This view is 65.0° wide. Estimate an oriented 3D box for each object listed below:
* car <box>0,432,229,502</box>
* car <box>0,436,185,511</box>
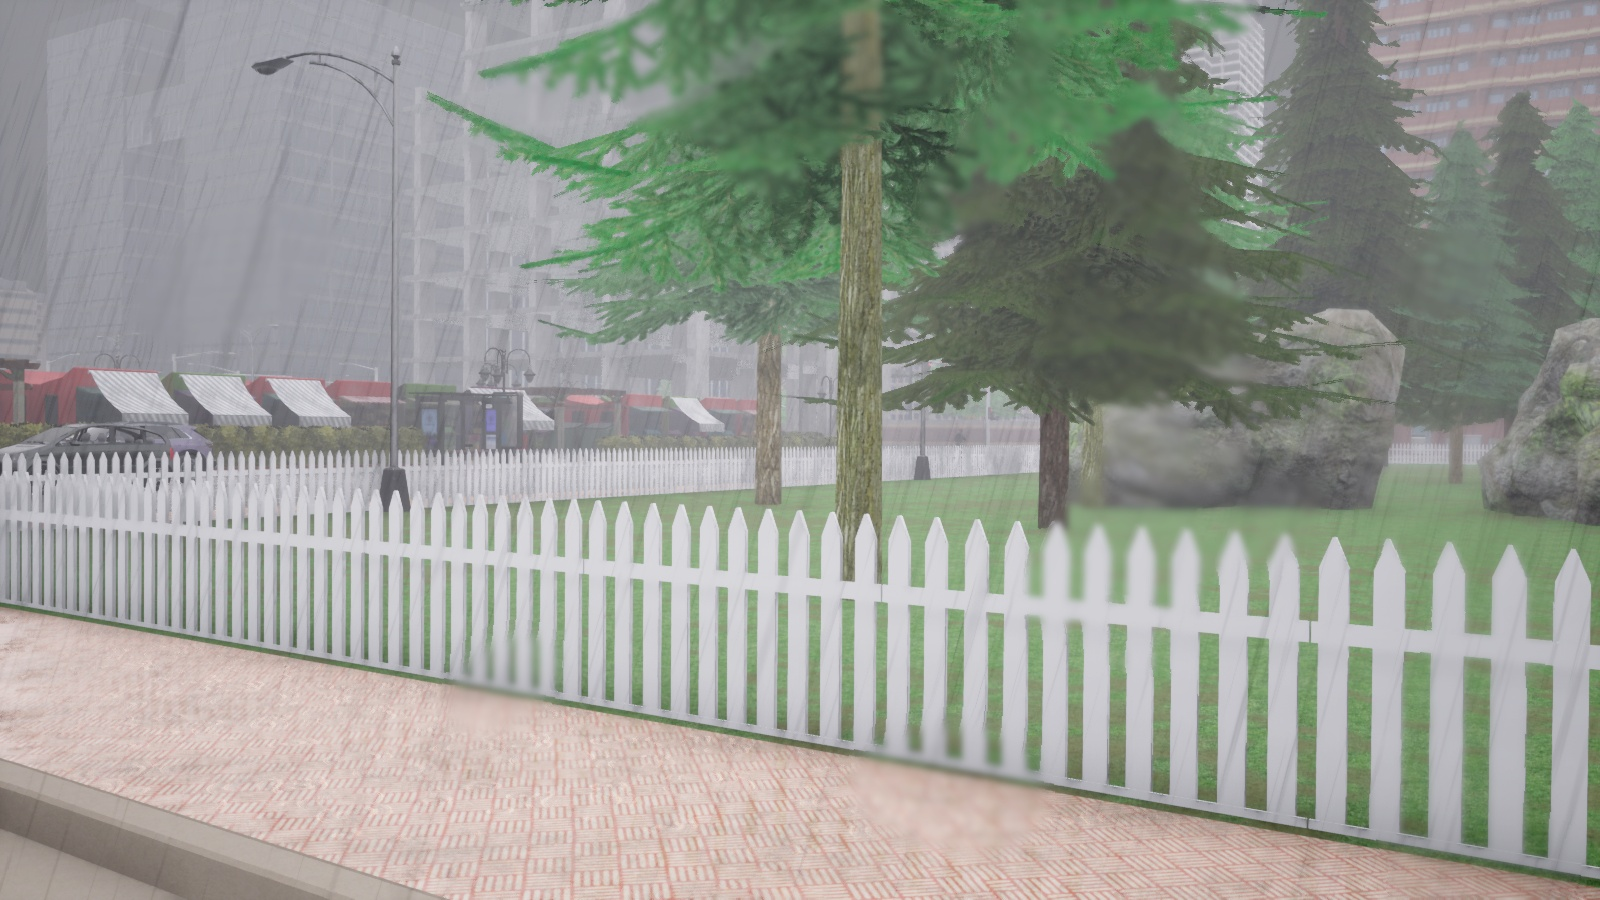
[{"bbox_3d":[-17.565,0.378,32.379,2.033,1.649,4.856,0,1,32],"label":"car"},{"bbox_3d":[-16.081,0.471,28.169,1.789,1.549,3.705,0,1,32],"label":"car"}]
